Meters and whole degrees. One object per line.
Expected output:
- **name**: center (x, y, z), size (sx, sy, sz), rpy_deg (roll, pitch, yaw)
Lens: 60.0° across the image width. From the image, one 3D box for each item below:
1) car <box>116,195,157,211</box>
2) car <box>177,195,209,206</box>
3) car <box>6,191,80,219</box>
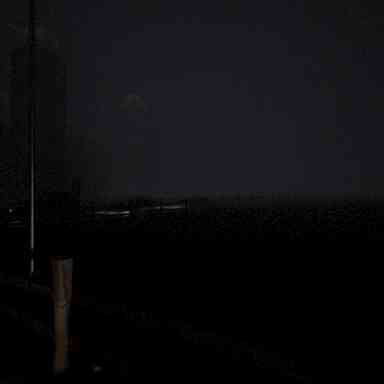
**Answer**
- **car**: center (-5.765, 1.071, 34.784), size (1.882, 1.535, 5.008), rpy_deg (1, 2, 35)
- **car**: center (0.166, 1.050, 43.184), size (1.895, 1.301, 4.718), rpy_deg (1, 1, 35)
- **car**: center (-11.617, 0.960, 26.470), size (2.150, 2.045, 5.566), rpy_deg (1, 1, 35)
